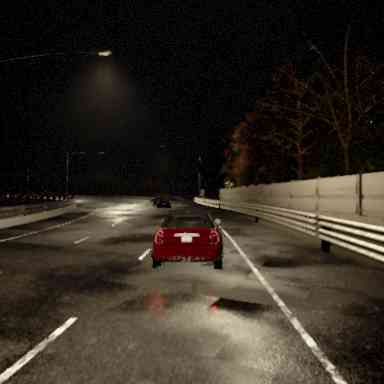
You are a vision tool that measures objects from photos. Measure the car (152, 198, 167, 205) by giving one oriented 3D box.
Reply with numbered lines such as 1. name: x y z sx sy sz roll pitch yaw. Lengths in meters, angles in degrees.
1. car: -4.383 1.581 47.450 1.994 1.385 4.181 0 0 -16

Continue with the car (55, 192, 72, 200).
1. car: -33.076 1.281 86.309 2.097 1.767 4.553 0 0 -41

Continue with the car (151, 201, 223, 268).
1. car: -0.074 1.359 11.542 2.097 1.767 4.553 0 0 2
